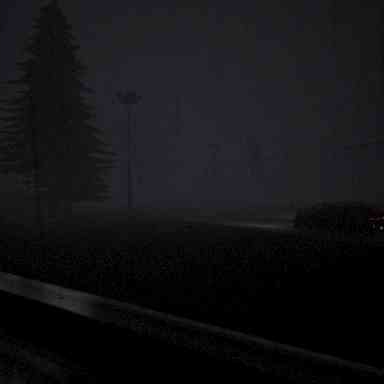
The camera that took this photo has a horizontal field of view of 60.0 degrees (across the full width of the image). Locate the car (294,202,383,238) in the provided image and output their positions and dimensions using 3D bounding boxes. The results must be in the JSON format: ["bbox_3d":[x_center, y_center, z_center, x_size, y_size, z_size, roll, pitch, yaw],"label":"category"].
[{"bbox_3d":[7.681,1.495,17.771,2.128,1.511,4.902,0,0,-31],"label":"car"}]

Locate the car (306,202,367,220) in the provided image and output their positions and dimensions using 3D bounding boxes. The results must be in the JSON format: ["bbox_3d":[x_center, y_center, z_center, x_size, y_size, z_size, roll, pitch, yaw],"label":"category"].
[{"bbox_3d":[12.736,1.609,29.682,1.895,1.301,4.718,0,0,-31],"label":"car"}]

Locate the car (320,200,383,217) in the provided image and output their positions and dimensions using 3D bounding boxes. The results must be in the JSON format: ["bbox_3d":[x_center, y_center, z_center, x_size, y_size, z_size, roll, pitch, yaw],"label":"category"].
[{"bbox_3d":[15.325,1.546,32.169,2.033,1.411,5.357,0,0,-31],"label":"car"}]
